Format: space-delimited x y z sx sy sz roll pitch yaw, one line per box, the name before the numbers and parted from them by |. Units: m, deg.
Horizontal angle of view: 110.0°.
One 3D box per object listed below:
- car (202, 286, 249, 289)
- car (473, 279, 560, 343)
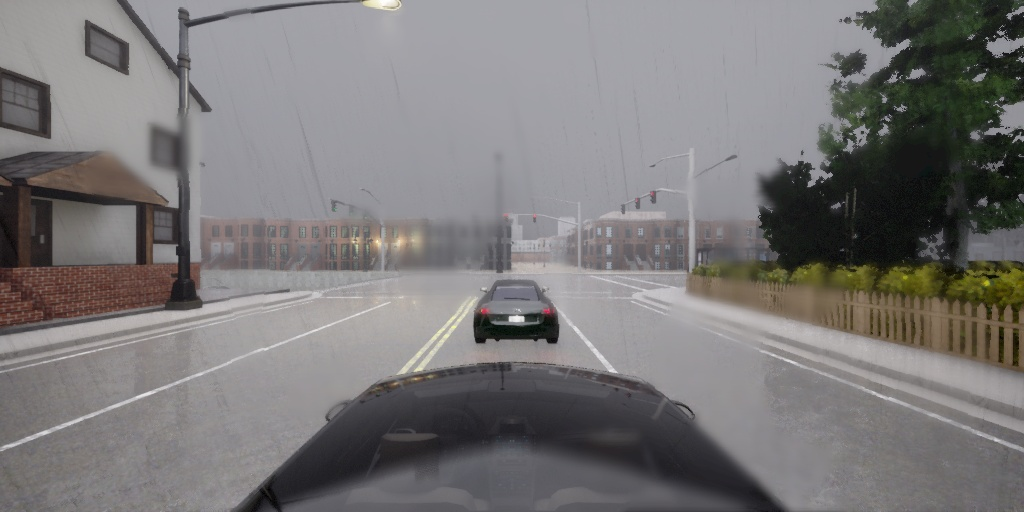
car | -22.438 3.308 26.907 5.566 2.045 2.150 -13 1 -1
car | 0.099 1.314 9.657 1.994 1.385 4.181 0 0 0
